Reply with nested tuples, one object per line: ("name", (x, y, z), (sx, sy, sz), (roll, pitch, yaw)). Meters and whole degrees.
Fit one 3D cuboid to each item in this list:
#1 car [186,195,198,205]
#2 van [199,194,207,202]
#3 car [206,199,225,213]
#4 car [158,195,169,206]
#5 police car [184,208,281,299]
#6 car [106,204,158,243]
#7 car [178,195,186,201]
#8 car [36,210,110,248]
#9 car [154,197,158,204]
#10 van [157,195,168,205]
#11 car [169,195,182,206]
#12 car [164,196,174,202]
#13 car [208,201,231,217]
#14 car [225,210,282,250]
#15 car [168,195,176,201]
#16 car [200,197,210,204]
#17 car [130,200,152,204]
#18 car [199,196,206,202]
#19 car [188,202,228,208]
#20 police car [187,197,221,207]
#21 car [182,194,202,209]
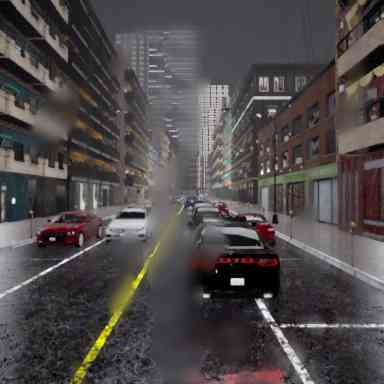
("car", (0.014, 1.400, 59.545), (2.097, 1.767, 4.553), (0, 0, 0))
("van", (2.591, 1.423, 77.494), (1.690, 1.788, 3.998), (0, 0, 0))
("car", (2.581, 1.567, 37.667), (1.887, 1.381, 4.507), (1, 0, 0))
("car", (-5.296, 1.586, 54.727), (1.887, 1.381, 4.507), (1, 0, 0))
("police car", (0.827, 1.427, 8.629), (1.930, 1.638, 5.238), (0, 0, 0))
("car", (-2.846, 1.531, 16.207), (1.812, 1.442, 4.674), (0, 0, 0))
("car", (-2.728, 1.607, 92.453), (2.128, 1.511, 4.902), (0, 0, 0))
("car", (-5.304, 1.550, 14.897), (1.887, 1.381, 4.507), (1, 0, 0))
("car", (-5.299, 1.547, 37.488), (1.752, 1.417, 4.829), (1, 0, 0))
("van", (-5.293, 1.391, 60.416), (1.690, 1.788, 3.998), (1, 0, 0))
("car", (-2.823, 1.592, 57.047), (2.033, 1.411, 5.357), (0, 0, 0))
("car", (-5.291, 1.627, 77.486), (1.887, 1.381, 4.507), (0, 0, 0))
("car", (2.579, 1.599, 31.977), (1.802, 1.307, 4.206), (1, 0, 0))
("car", (2.575, 1.587, 14.907), (1.802, 1.307, 4.206), (1, 0, 0))
("car", (-5.288, 1.652, 88.866), (1.887, 1.381, 4.507), (0, 0, 0))
("car", (2.586, 1.641, 66.114), (1.802, 1.307, 4.206), (0, 0, 0))
("car", (-5.301, 1.568, 31.967), (2.008, 1.369, 4.403), (1, 0, 0))
("car", (2.591, 1.620, 83.353), (1.752, 1.417, 4.829), (0, 0, 0))
("car", (0.829, 1.512, 18.521), (1.837, 1.490, 4.892), (0, 0, 0))
("police car", (0.831, 1.436, 24.630), (1.930, 1.638, 5.238), (0, 0, 0))
("car", (0.024, 1.382, 46.106), (2.097, 1.767, 4.553), (0, 0, 0))
